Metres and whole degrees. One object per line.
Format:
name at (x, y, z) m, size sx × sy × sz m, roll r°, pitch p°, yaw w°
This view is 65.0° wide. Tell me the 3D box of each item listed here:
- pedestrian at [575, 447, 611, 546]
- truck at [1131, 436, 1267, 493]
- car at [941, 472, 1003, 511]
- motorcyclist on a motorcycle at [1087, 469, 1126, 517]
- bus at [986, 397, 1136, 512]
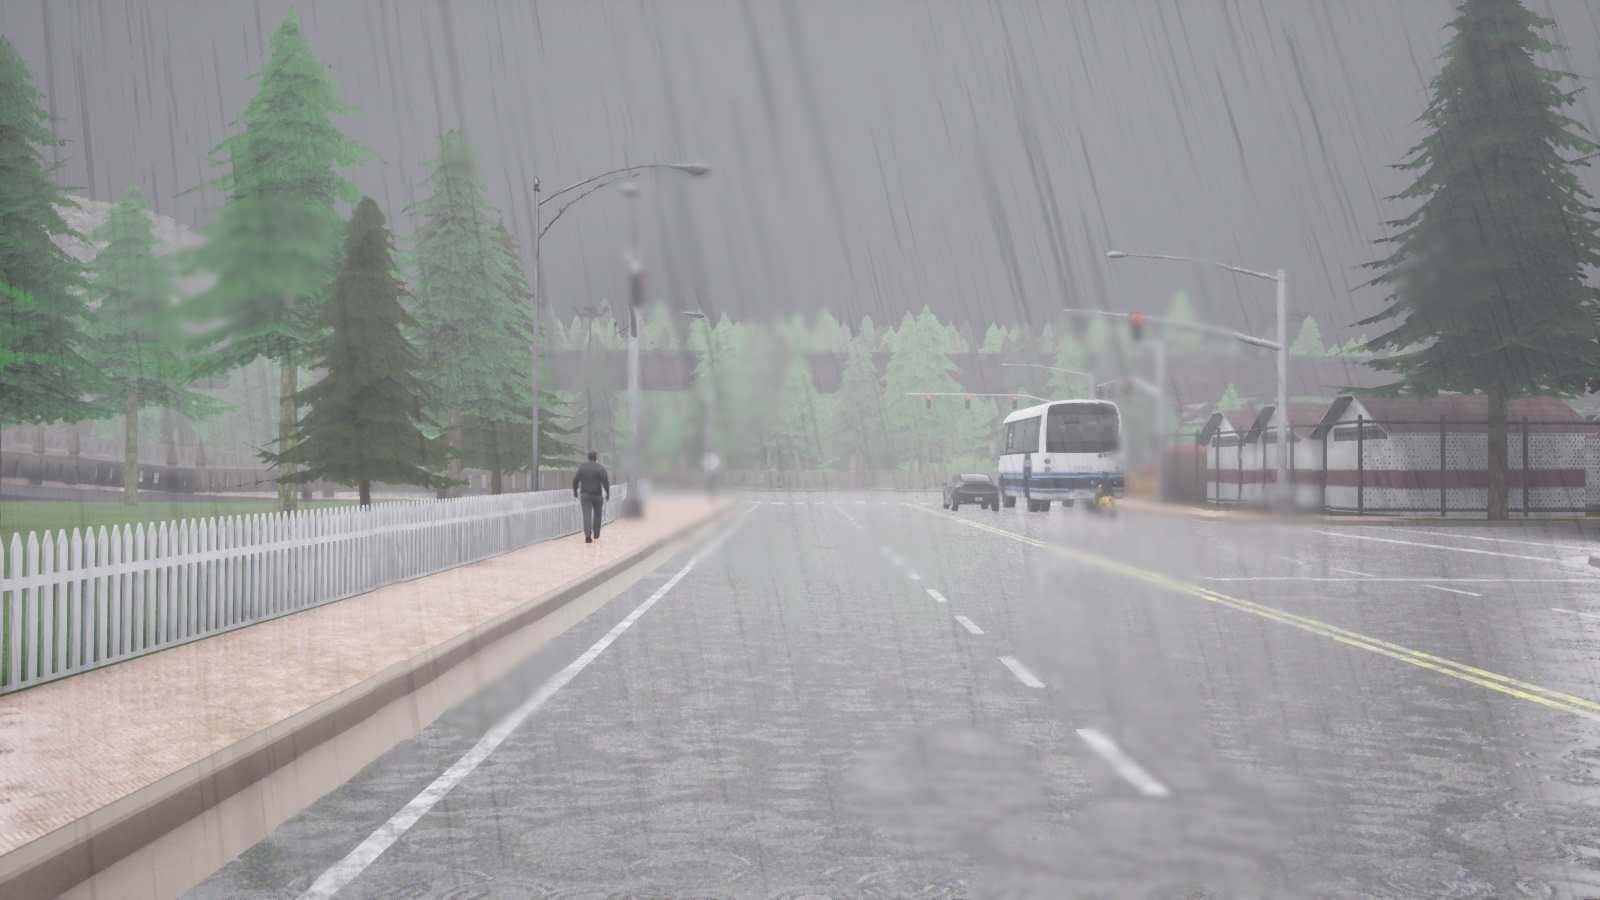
pedestrian at (-4.045, 0.901, 24.582) m, size 0.563 × 1.883 × 0.849 m, roll 0°, pitch -1°, yaw 0°
truck at (27.591, 0.997, 87.012) m, size 8.468 × 3.827 × 2.891 m, roll 0°, pitch -1°, yaw -2°
car at (6.935, 1.647, 51.057) m, size 1.837 × 1.490 × 4.892 m, roll 0°, pitch -1°, yaw 0°
motorcyclist on a motorcycle at (10.446, 1.443, 42.795) m, size 0.866 × 1.590 × 1.817 m, roll 0°, pitch -1°, yaw 0°
bus at (10.427, 0.261, 51.626) m, size 3.944 × 4.253 × 10.273 m, roll 0°, pitch -1°, yaw 0°
